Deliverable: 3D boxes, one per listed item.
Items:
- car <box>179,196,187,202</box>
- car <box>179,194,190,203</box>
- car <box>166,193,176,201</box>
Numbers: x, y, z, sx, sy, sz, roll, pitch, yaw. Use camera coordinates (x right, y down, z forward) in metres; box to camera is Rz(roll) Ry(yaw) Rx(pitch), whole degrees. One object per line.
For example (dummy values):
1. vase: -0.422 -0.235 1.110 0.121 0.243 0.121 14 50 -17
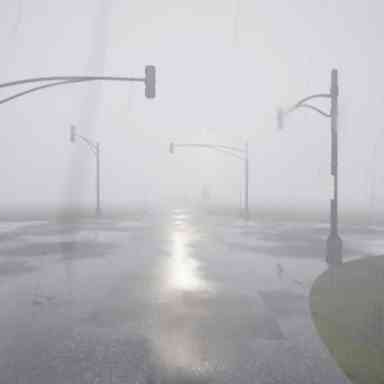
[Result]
1. car: -2.219 1.574 80.003 1.895 1.301 4.718 0 0 -4
2. car: -1.618 1.397 69.929 2.097 1.767 4.553 0 0 -3
3. car: -4.604 1.028 74.023 2.097 1.767 4.553 0 0 -3
